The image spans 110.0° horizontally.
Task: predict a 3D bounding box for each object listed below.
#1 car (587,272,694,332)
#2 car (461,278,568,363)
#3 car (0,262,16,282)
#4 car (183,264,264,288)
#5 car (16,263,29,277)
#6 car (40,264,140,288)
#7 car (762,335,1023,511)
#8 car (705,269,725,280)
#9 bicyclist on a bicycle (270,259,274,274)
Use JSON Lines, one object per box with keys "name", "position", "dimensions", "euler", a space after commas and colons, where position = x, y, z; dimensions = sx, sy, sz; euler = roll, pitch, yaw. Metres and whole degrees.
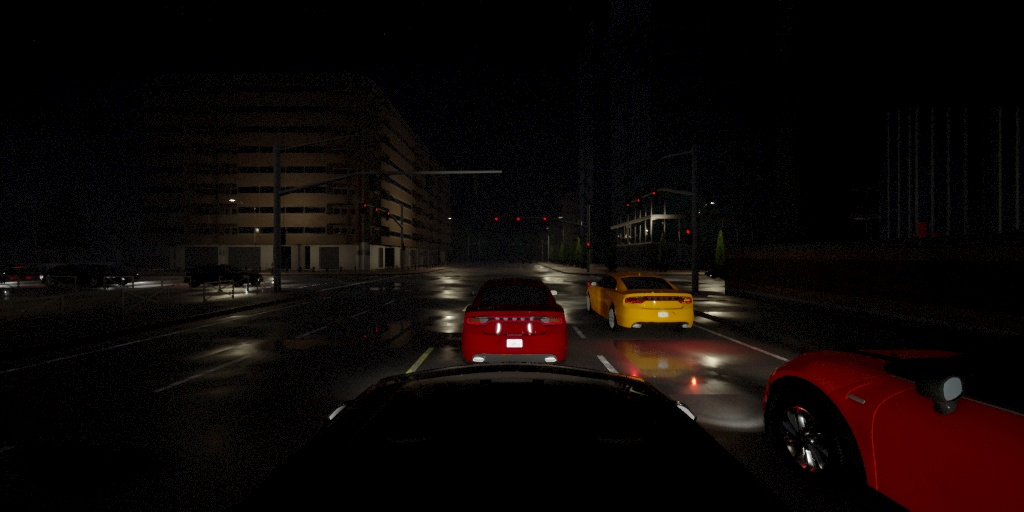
{"name": "car", "position": [3.579, 1.228, 10.918], "dimensions": [1.882, 1.535, 5.008], "euler": [0, 0, 0]}
{"name": "car", "position": [0.060, 1.228, 8.144], "dimensions": [1.882, 1.535, 5.008], "euler": [0, 0, 0]}
{"name": "car", "position": [-42.245, 1.331, 27.780], "dimensions": [4.674, 1.442, 1.812], "euler": [0, 0, 0]}
{"name": "car", "position": [-19.425, 1.331, 24.192], "dimensions": [4.674, 1.442, 1.812], "euler": [0, 0, 0]}
{"name": "car", "position": [-50.342, 1.297, 34.947], "dimensions": [4.902, 1.511, 2.128], "euler": [0, 0, 1]}
{"name": "car", "position": [-28.665, 1.310, 24.210], "dimensions": [4.892, 1.490, 1.837], "euler": [0, 0, 0]}
{"name": "car", "position": [3.600, 1.102, 1.772], "dimensions": [2.097, 1.767, 4.553], "euler": [0, 0, 0]}
{"name": "car", "position": [19.527, 1.406, 31.220], "dimensions": [4.718, 1.301, 1.895], "euler": [0, 0, 0]}
{"name": "bicyclist on a bicycle", "position": [-25.531, 1.106, 38.680], "dimensions": [0.582, 1.620, 1.656], "euler": [0, 0, 0]}
